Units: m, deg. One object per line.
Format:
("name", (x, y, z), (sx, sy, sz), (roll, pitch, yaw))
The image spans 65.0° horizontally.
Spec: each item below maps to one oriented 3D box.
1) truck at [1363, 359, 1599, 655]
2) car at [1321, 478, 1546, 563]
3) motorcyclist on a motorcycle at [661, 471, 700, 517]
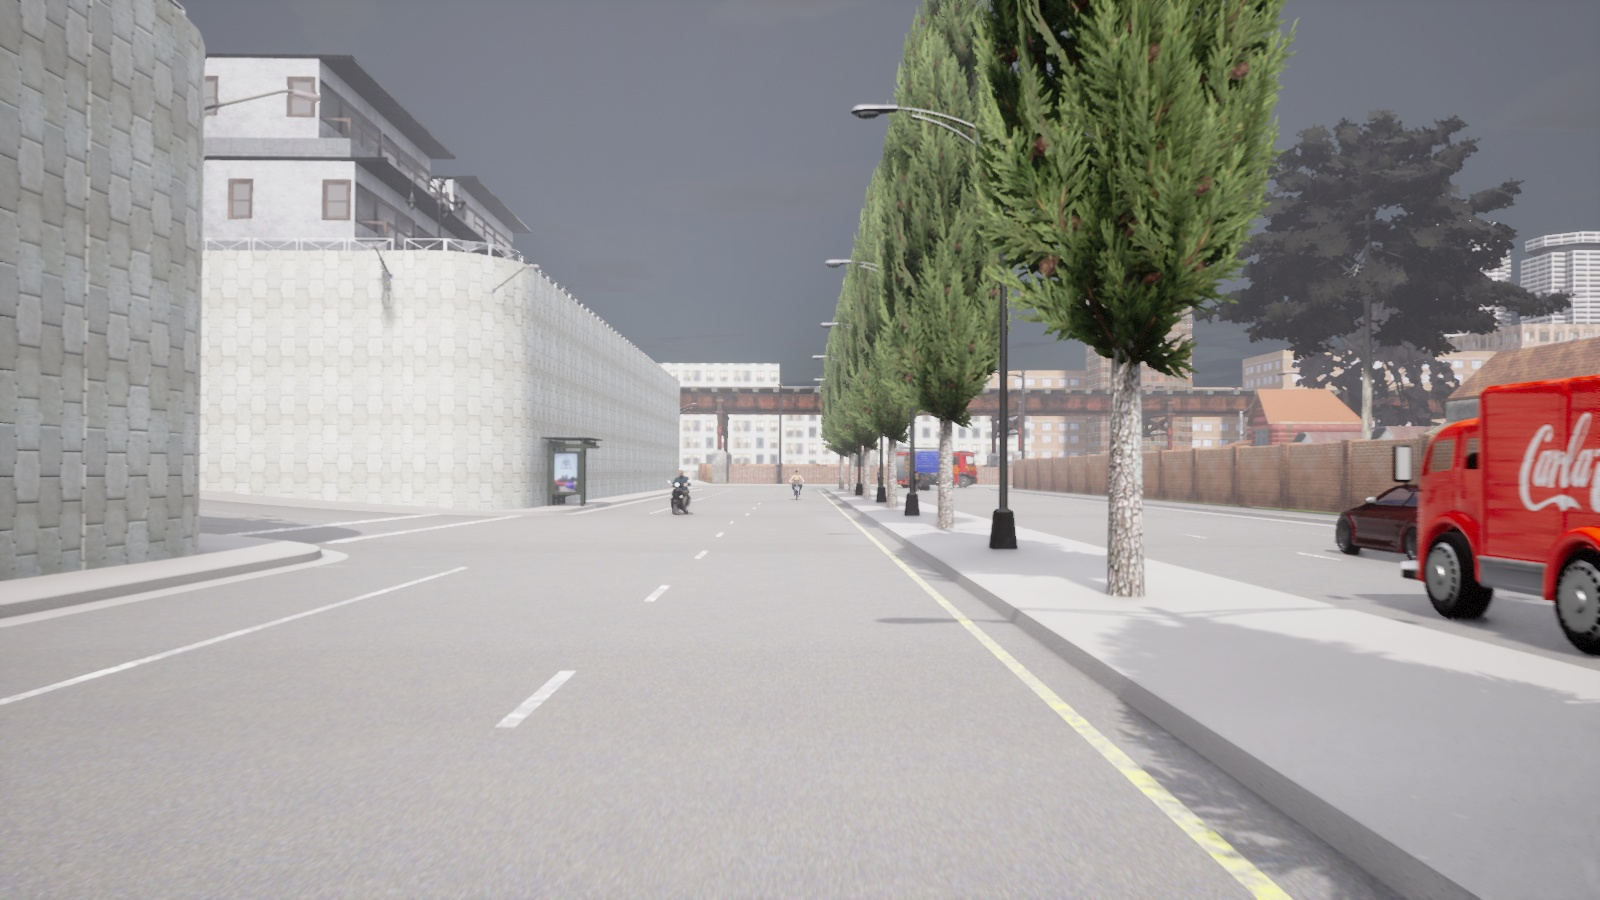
("truck", (7.968, 0.500, 12.193), (2.627, 2.467, 5.204), (0, -1, 0))
("car", (11.444, 1.219, 23.043), (1.994, 1.385, 4.181), (0, -1, 0))
("motorcyclist on a motorcycle", (-4.165, 1.521, 43.972), (0.866, 1.590, 1.817), (-1, -1, 11))
